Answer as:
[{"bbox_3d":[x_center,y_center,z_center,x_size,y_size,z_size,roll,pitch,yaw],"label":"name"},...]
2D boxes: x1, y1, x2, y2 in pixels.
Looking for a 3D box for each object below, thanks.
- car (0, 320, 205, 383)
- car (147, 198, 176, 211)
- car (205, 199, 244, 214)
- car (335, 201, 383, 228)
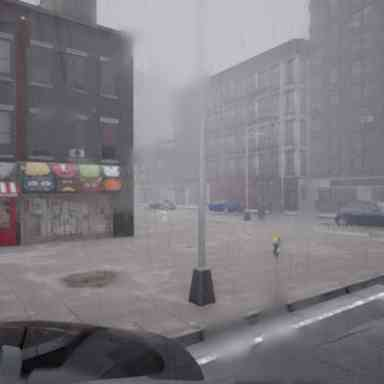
[{"bbox_3d":[-1.819,1.566,1.517,4.313,1.339,1.947,0,0,-35],"label":"car"},{"bbox_3d":[-3.866,1.590,41.605,1.837,1.490,4.892,0,0,-35],"label":"car"},{"bbox_3d":[3.464,1.530,36.351,1.882,1.535,5.008,0,0,-35],"label":"car"},{"bbox_3d":[11.227,1.367,20.288,2.097,1.767,4.553,0,0,-36],"label":"car"}]
